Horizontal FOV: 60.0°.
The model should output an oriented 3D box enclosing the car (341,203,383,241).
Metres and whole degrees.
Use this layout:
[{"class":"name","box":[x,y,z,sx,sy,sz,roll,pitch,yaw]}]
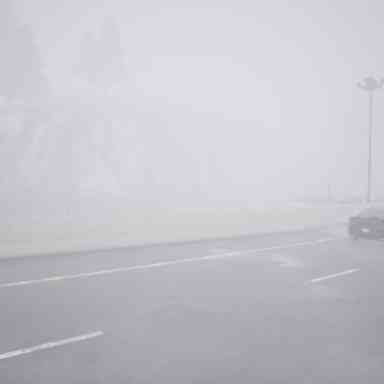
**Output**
[{"class":"car","box":[8.824,1.370,14.617,5.008,1.535,1.882,0,1,-37]}]
